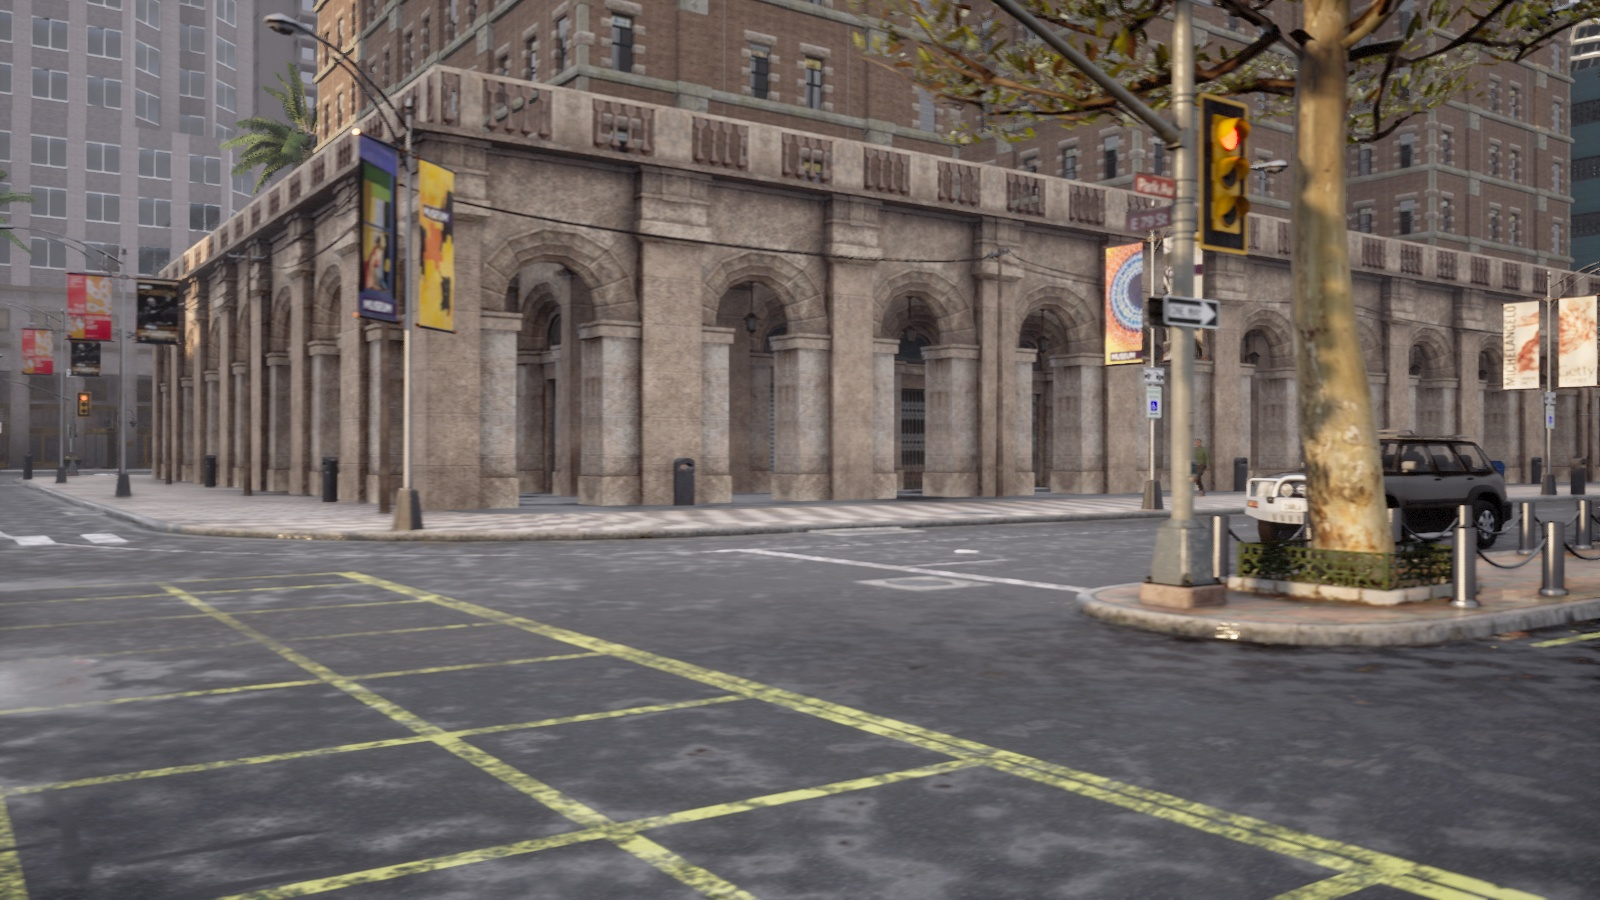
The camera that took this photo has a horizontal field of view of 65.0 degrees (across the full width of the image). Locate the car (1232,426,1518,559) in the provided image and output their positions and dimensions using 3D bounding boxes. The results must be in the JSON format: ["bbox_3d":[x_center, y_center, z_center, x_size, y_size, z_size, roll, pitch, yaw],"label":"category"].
[{"bbox_3d":[9.043,0.591,19.628,4.605,1.855,1.932,0,0,-34],"label":"car"}]

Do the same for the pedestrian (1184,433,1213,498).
[{"bbox_3d":[12.185,0.470,38.392,0.788,1.949,0.423,0,0,-35],"label":"pedestrian"}]
